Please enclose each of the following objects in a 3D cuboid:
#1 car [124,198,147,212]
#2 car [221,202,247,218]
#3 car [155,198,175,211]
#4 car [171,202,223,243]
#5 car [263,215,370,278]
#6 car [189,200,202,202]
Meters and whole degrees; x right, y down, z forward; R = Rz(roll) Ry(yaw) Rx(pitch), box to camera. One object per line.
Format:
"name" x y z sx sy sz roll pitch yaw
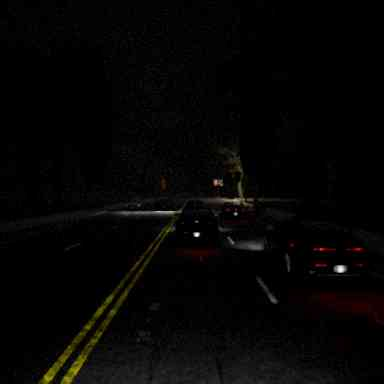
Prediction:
"car" -6.282 1.376 37.446 1.812 1.442 4.674 0 0 1
"car" 3.586 1.489 29.253 1.895 1.301 4.718 0 0 1
"car" -3.026 1.417 38.049 1.994 1.385 4.181 0 0 1
"car" 0.221 1.434 15.687 1.837 1.490 4.892 0 0 1
"car" 3.406 1.463 9.955 1.837 1.490 4.892 0 1 1
"car" 0.355 1.441 31.428 1.994 1.385 4.181 0 0 1
